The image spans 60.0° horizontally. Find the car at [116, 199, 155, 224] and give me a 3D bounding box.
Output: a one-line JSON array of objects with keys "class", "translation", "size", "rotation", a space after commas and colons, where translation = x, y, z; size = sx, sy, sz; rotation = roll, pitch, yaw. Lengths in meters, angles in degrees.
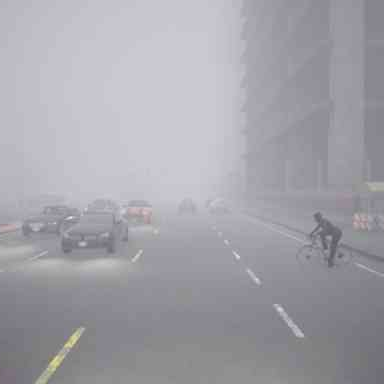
[{"class": "car", "translation": [-3.965, 1.352, 24.680], "size": [2.097, 1.767, 4.553], "rotation": [0, 0, -1]}]

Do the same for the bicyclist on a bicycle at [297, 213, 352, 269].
[{"class": "bicyclist on a bicycle", "translation": [3.910, 1.440, 9.860], "size": [1.656, 1.620, 0.582], "rotation": [-2, 0, -1]}]

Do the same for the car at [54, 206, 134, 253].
[{"class": "car", "translation": [-3.794, 1.526, 13.756], "size": [1.812, 1.442, 4.674], "rotation": [0, 0, -1]}]

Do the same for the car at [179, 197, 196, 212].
[{"class": "car", "translation": [-0.520, 1.564, 38.261], "size": [1.994, 1.385, 4.181], "rotation": [0, 0, -1]}]

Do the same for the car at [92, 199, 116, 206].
[{"class": "car", "translation": [-7.427, 1.353, 27.707], "size": [2.097, 1.767, 4.553], "rotation": [0, 0, -1]}]

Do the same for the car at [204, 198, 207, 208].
[{"class": "car", "translation": [2.811, 1.505, 49.274], "size": [1.837, 1.490, 4.892], "rotation": [0, 0, -1]}]

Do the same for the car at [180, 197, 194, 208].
[{"class": "car", "translation": [-0.738, 1.478, 48.562], "size": [1.882, 1.535, 5.008], "rotation": [0, 0, 0]}]

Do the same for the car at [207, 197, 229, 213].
[{"class": "car", "translation": [3.012, 1.526, 37.703], "size": [1.812, 1.442, 4.674], "rotation": [0, 0, -1]}]

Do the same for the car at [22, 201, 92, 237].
[{"class": "car", "translation": [-7.365, 1.491, 18.048], "size": [2.128, 1.511, 4.902], "rotation": [0, 0, -1]}]
